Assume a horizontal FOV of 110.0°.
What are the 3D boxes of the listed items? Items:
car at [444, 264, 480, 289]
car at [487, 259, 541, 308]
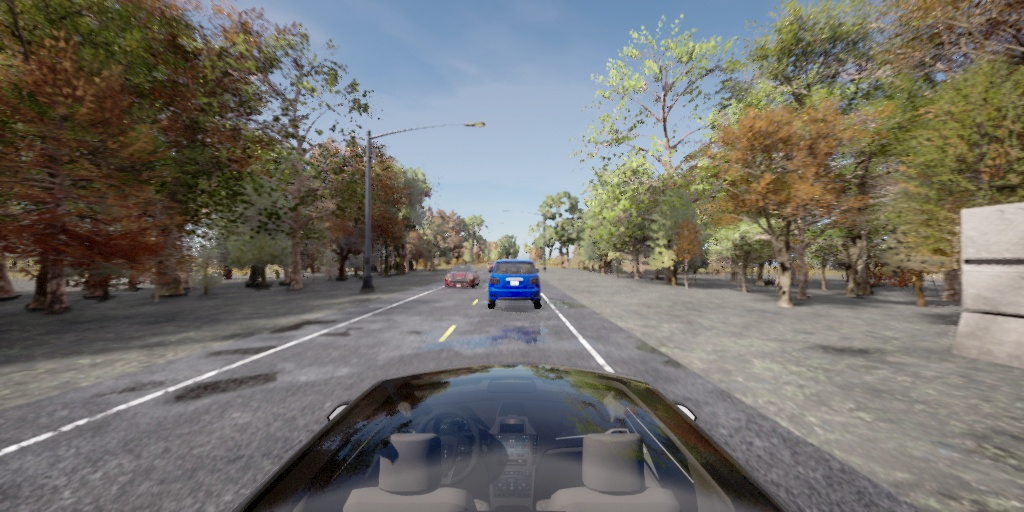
[{"bbox_3d":[-3.596,1.429,26.367,2.097,1.767,4.553,0,-1,0],"label":"car"},{"bbox_3d":[0.101,1.172,16.491,2.150,2.045,5.566,0,-1,0],"label":"car"}]
